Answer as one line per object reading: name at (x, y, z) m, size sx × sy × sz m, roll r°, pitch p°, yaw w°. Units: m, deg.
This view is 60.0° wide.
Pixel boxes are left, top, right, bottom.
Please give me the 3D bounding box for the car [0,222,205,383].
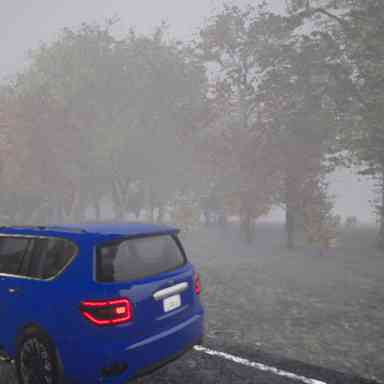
car at (-2.434, 1.532, 5.519) m, size 5.566 × 2.045 × 2.150 m, roll -3°, pitch -3°, yaw 35°
